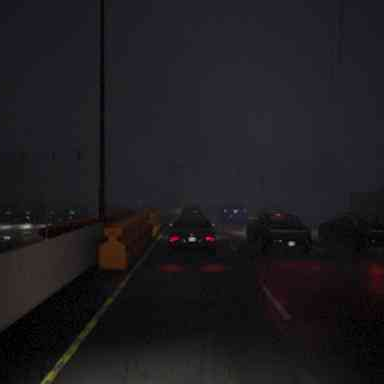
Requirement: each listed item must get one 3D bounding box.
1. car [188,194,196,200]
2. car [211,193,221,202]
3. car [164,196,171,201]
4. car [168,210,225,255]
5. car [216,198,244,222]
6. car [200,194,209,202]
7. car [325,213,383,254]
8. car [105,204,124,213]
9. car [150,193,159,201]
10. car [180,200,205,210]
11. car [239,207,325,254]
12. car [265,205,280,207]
[{"bbox_3d":[-0.042,1.903,89.947,1.882,1.535,5.008,0,3,0],"label":"car"},{"bbox_3d":[6.958,1.925,89.983,1.837,1.490,4.892,0,3,0],"label":"car"},{"bbox_3d":[-7.068,1.806,95.070,2.033,1.411,5.357,0,3,0],"label":"car"},{"bbox_3d":[0.009,1.677,13.825,2.033,1.411,5.357,0,-1,0],"label":"car"},{"bbox_3d":[3.519,1.620,28.918,2.097,1.767,4.553,0,-1,0],"label":"car"},{"bbox_3d":[3.458,1.977,89.968,1.994,1.385,4.181,0,3,0],"label":"car"},{"bbox_3d":[7.013,1.625,14.128,2.128,1.511,4.902,0,0,0],"label":"car"},{"bbox_3d":[-6.988,1.760,28.527,2.128,1.511,4.902,0,-1,0],"label":"car"},{"bbox_3d":[-10.565,1.528,94.594,2.150,2.045,5.566,0,3,0],"label":"car"},{"bbox_3d":[0.022,1.779,29.139,1.837,1.490,4.892,0,0,0],"label":"car"},{"bbox_3d":[3.513,1.625,14.134,2.128,1.511,4.902,0,0,0],"label":"car"},{"bbox_3d":[7.020,1.836,29.144,1.994,1.385,4.181,0,0,1],"label":"car"}]
